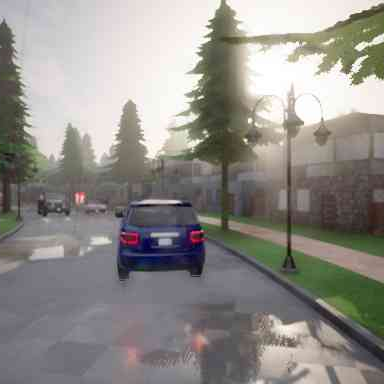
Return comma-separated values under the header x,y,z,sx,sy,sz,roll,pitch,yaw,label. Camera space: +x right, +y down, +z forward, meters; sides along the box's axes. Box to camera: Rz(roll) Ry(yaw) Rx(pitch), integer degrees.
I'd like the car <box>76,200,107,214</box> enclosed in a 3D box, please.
x,y,z,sx,sy,sz,roll,pitch,yaw,label
-10.117,1.467,33.135,1.895,1.301,4.718,0,0,-32,car

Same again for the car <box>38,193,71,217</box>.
x,y,z,sx,sy,sz,roll,pitch,yaw,label
-12.544,1.101,30.113,2.150,2.045,5.566,0,0,-31,car

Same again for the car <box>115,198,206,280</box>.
x,y,z,sx,sy,sz,roll,pitch,yaw,label
-1.108,1.183,10.093,2.150,2.045,5.566,0,1,-11,car
